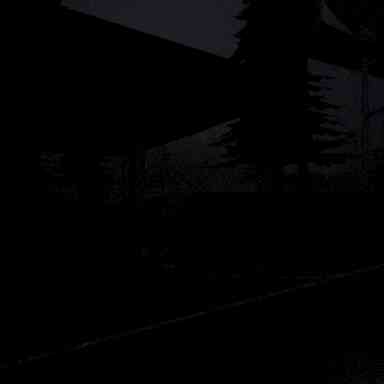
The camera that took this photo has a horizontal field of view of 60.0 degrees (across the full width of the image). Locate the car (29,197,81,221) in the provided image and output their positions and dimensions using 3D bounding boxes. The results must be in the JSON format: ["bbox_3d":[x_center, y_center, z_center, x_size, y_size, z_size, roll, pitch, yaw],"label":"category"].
[{"bbox_3d":[-10.373,1.307,24.617,3.866,1.878,1.905,0,0,-36],"label":"car"}]

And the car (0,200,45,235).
[{"bbox_3d":[-10.574,1.478,17.488,4.611,1.667,2.242,0,0,-36],"label":"car"}]
